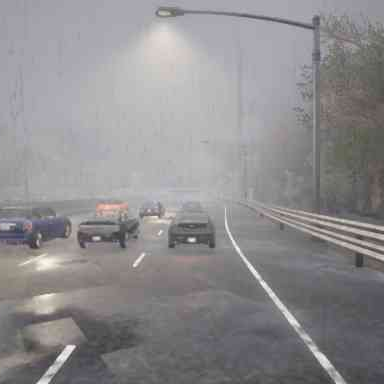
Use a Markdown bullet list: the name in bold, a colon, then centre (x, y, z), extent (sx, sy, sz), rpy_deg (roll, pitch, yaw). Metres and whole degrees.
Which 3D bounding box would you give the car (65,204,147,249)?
- **car**: centre (-3.500, 1.495, 14.651), extent (2.128, 1.511, 4.902), rpy_deg (0, 0, 0)

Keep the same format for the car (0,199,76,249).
- **car**: centre (-7.000, 1.366, 14.621), extent (2.097, 1.767, 4.553), rpy_deg (0, 0, 0)

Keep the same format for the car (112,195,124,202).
- **car**: centre (-17.500, 1.559, 78.868), extent (1.837, 1.490, 4.892), rpy_deg (0, 0, 0)

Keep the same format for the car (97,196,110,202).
- **car**: centre (-21.000, 1.583, 78.869), extent (1.812, 1.442, 4.674), rpy_deg (0, 0, 0)

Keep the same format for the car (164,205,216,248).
- **car**: centre (0.000, 1.516, 14.651), extent (1.837, 1.490, 4.892), rpy_deg (0, 0, 0)

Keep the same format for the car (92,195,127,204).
- **car**: centre (-7.000, 1.375, 29.621), extent (2.097, 1.767, 4.553), rpy_deg (0, 0, 0)

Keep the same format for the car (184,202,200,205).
- **car**: centre (0.000, 1.572, 29.651), extent (2.033, 1.411, 5.357), rpy_deg (0, 0, 0)

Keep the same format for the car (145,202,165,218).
- **car**: centre (-3.500, 1.572, 29.651), extent (2.033, 1.411, 5.357), rpy_deg (0, 0, 0)

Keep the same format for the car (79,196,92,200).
- **car**: centre (-24.500, 1.583, 78.868), extent (1.812, 1.442, 4.674), rpy_deg (0, 0, 0)

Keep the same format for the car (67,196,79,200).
- **car**: centre (-28.000, 1.584, 78.868), extent (2.128, 1.511, 4.902), rpy_deg (0, 0, 0)
